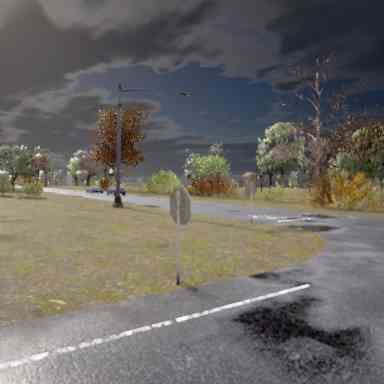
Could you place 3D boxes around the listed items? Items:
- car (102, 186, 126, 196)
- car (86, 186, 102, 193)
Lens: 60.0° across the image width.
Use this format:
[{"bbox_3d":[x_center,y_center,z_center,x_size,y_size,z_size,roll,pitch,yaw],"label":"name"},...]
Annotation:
[{"bbox_3d":[-11.980,-0.218,52.072,1.837,1.490,4.892,0,2,-36],"label":"car"},{"bbox_3d":[-17.558,-0.468,59.879,1.994,1.385,4.181,0,2,-36],"label":"car"}]
